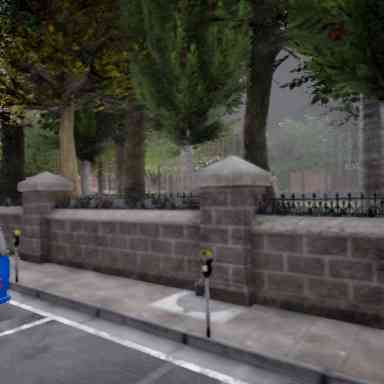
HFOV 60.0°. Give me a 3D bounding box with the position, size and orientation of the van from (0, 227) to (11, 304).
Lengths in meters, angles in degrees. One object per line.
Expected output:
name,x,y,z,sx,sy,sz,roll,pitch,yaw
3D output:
van,-5.244,1.430,6.557,3.998,1.788,1.690,-1,-1,35
